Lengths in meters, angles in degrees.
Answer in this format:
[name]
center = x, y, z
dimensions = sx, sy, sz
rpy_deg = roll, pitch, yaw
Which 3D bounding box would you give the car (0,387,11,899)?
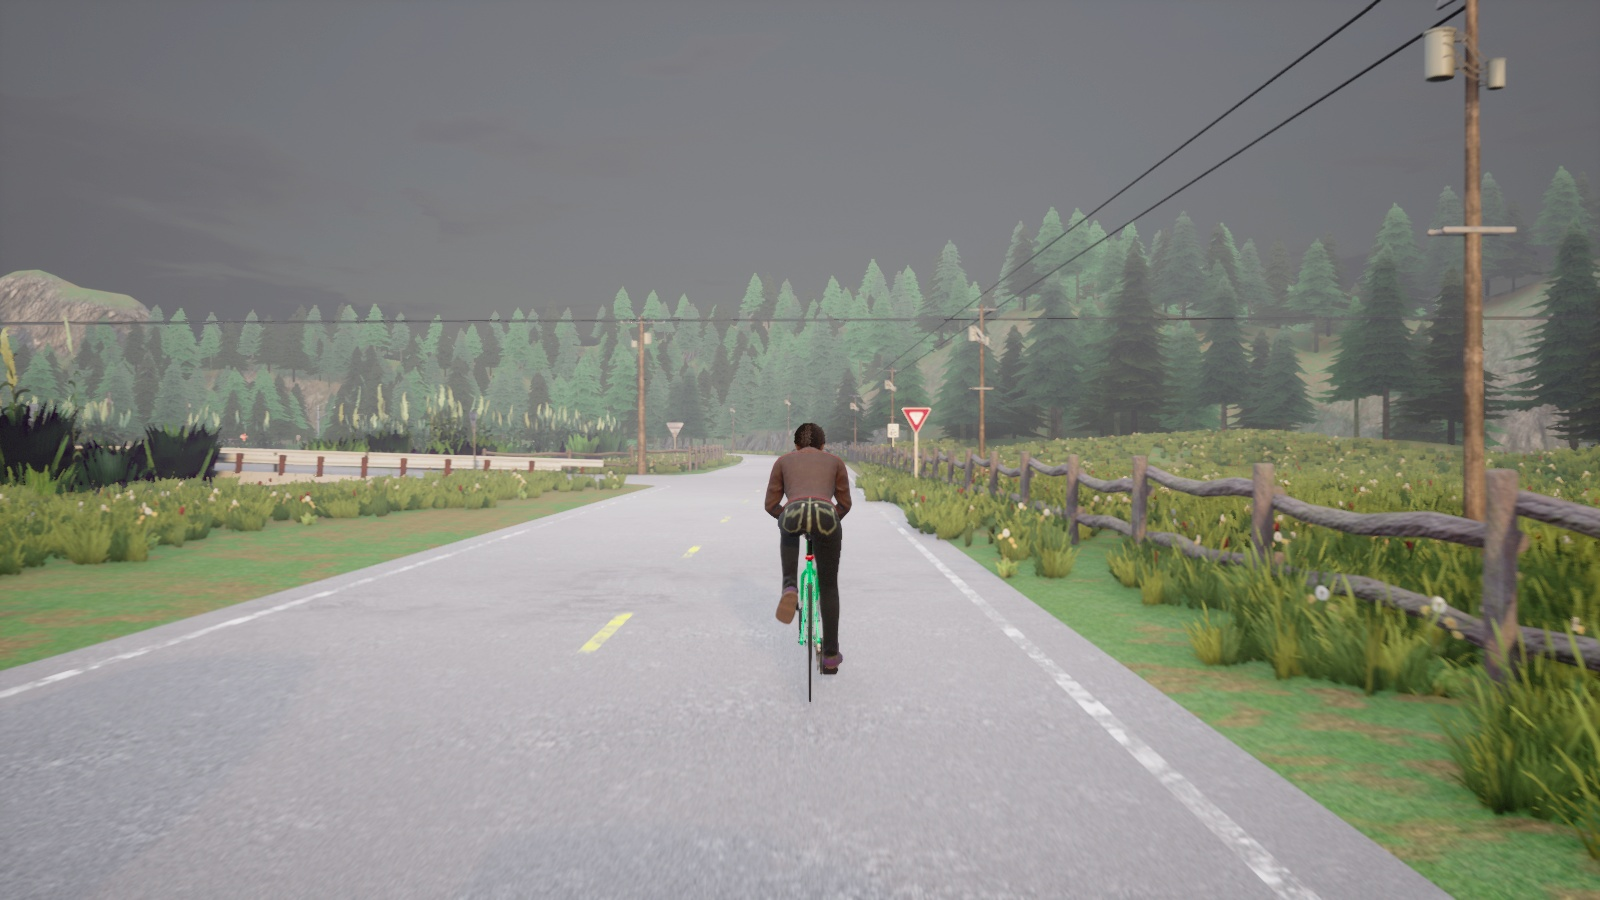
[car]
center = -3.179, 0.668, 0.994
dimensions = 2.033, 1.649, 4.856
rpy_deg = 0, 0, 0

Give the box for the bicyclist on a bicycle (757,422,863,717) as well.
[bicyclist on a bicycle]
center = 0.059, 0.656, 7.724
dimensions = 0.582, 1.620, 1.656
rpy_deg = 0, 0, 0
